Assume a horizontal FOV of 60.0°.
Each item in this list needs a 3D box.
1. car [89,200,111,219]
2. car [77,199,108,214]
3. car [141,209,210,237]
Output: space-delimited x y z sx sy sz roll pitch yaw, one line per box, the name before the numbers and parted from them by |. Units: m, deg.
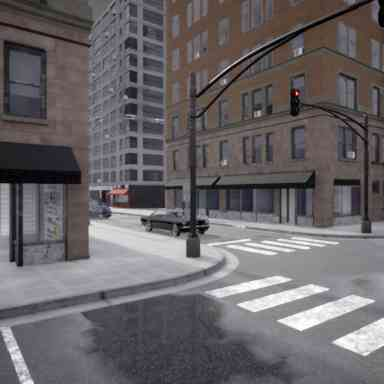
car | -8.958 1.474 29.791 2.097 1.767 4.553 0 0 -36
car | -11.517 1.636 38.370 1.882 1.535 5.008 0 0 -36
car | -1.046 1.664 18.813 1.895 1.301 4.718 0 0 -35
